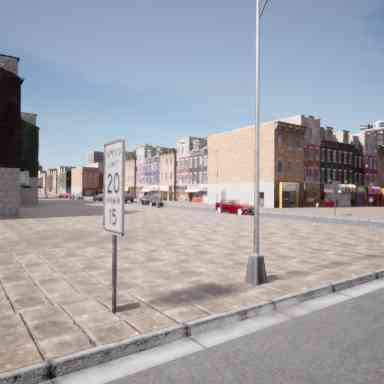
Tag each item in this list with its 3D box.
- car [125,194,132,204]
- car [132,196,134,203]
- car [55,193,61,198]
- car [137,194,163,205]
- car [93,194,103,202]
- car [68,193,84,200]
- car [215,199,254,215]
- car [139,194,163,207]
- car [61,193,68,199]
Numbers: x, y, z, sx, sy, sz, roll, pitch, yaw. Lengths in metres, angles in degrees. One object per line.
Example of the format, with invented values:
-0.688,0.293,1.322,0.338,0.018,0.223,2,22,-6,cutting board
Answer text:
-11.963,1.047,52.962,1.882,1.535,5.008,1,0,-35,car
-11.772,1.074,57.912,1.837,1.490,4.892,1,0,-35,car
-30.842,0.893,80.326,1.887,1.381,4.507,1,0,-35,car
-6.366,1.149,50.356,1.837,1.490,4.892,1,0,-35,car
-16.012,1.041,58.673,1.812,1.442,4.674,1,0,-35,car
-24.499,0.966,71.353,2.008,1.369,4.403,1,0,-35,car
4.046,1.368,30.982,1.887,1.381,4.507,1,0,-35,car
-5.469,1.230,44.439,1.947,1.339,4.313,1,0,-35,car
-27.670,0.925,75.839,1.887,1.381,4.507,1,0,-35,car
